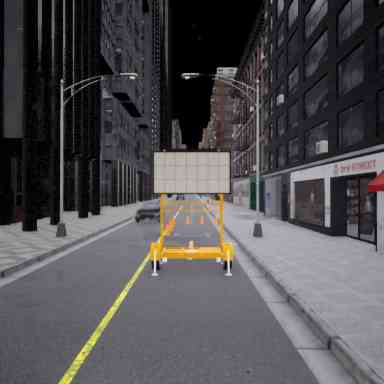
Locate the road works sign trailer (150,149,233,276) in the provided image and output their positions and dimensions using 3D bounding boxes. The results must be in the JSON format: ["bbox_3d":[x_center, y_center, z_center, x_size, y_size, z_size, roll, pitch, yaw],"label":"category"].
[{"bbox_3d":[-0.006,0.466,10.360,2.380,3.560,2.880,0,0,0],"label":"road works sign trailer"}]

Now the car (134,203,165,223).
[{"bbox_3d":[-3.118,1.555,25.618,2.033,1.411,5.357,0,0,0],"label":"car"}]

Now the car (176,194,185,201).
[{"bbox_3d":[-3.065,1.257,88.216,2.150,2.045,5.566,0,0,0],"label":"car"}]
